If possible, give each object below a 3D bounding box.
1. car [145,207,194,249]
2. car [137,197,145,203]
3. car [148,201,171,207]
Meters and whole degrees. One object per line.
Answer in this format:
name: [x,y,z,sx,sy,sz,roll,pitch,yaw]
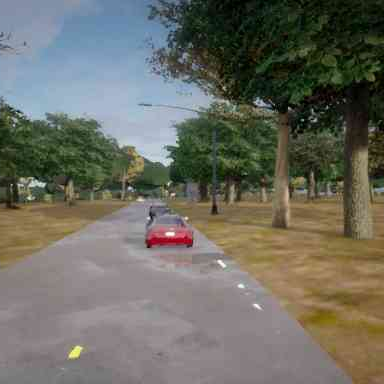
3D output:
car: [-1.081,1.594,14.801,1.994,1.385,4.181,0,0,-7]
car: [-11.524,1.857,75.250,1.895,1.301,4.718,0,0,-7]
car: [-2.909,1.581,29.691,2.128,1.511,4.902,0,0,-7]
